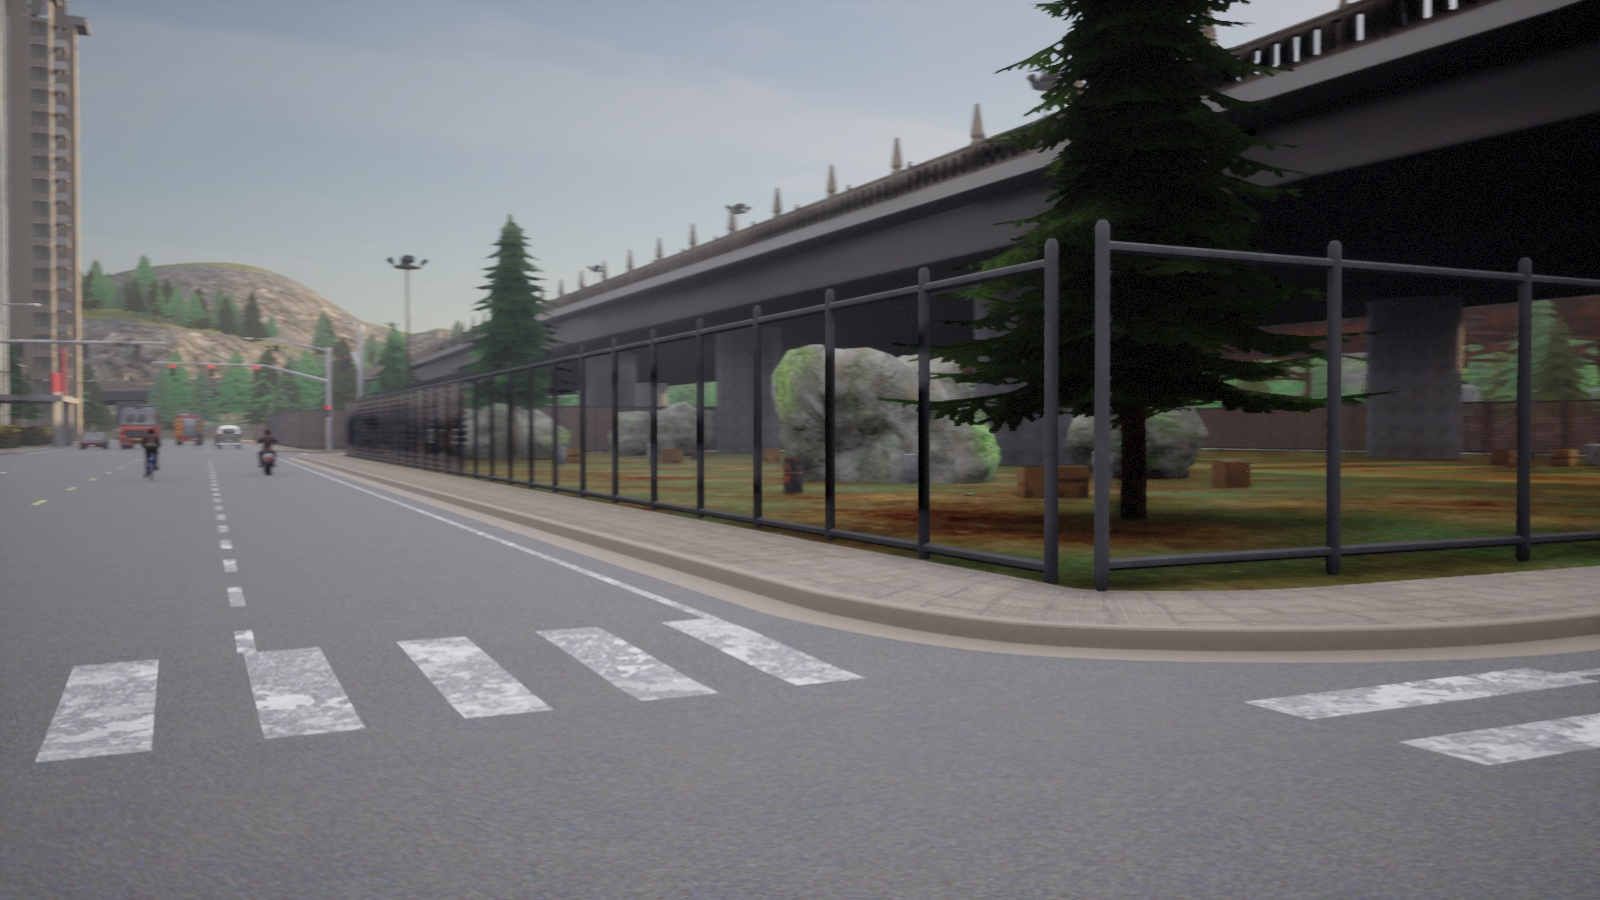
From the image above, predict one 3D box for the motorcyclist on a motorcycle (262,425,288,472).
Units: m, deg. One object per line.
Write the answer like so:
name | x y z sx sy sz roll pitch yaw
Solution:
motorcyclist on a motorcycle | -18.717 -0.066 44.726 0.766 1.649 2.350 0 1 -25
